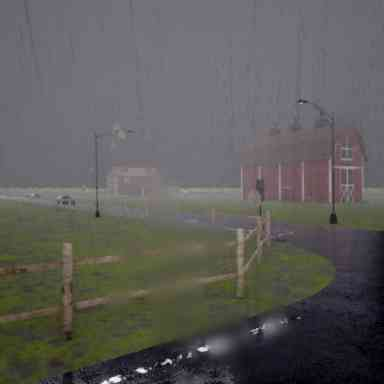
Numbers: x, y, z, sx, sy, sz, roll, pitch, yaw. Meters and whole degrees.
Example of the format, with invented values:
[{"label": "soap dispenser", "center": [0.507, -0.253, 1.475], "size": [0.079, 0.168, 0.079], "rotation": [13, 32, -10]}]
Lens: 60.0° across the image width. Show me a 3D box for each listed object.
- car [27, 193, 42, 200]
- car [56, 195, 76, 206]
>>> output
[{"label": "car", "center": [-37.593, 1.047, 80.027], "size": [1.837, 1.490, 4.892], "rotation": [-2, 1, -36]}, {"label": "car", "center": [-18.938, 1.275, 49.800], "size": [1.837, 1.490, 4.892], "rotation": [-2, 1, -36]}]
